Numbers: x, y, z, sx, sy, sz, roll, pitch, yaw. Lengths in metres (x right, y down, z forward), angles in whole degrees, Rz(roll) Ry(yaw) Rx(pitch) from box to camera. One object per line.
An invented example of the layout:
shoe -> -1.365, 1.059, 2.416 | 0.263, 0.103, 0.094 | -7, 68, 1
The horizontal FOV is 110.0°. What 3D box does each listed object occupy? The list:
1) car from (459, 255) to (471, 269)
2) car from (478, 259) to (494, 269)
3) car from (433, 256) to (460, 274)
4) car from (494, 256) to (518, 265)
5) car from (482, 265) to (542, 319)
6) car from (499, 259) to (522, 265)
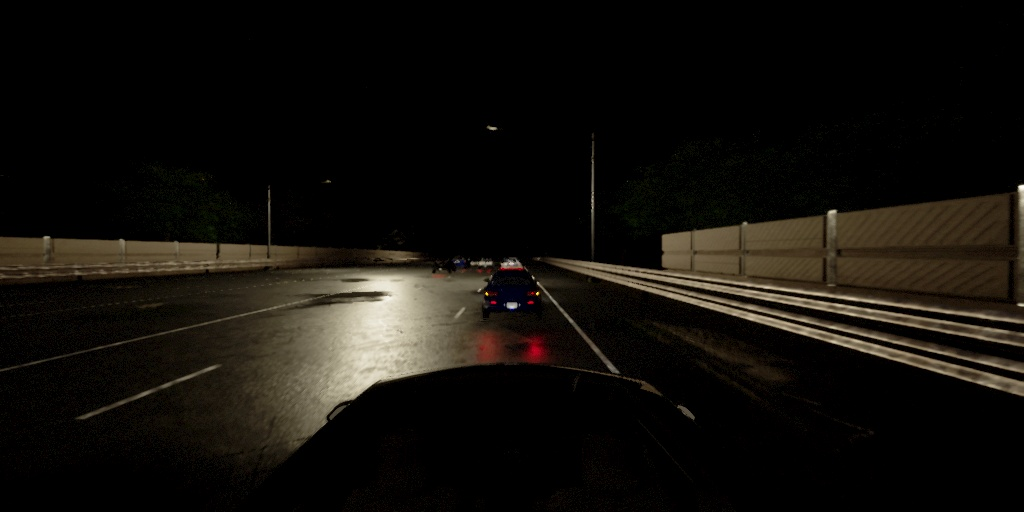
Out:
car -> -6.882, 0.795, 48.760 | 2.097, 1.767, 4.553 | 0, 0, 2
car -> -3.385, 1.024, 48.728 | 1.895, 1.301, 4.718 | 0, 0, 2
car -> -6.994, 1.013, 37.484 | 1.837, 1.490, 4.892 | 0, 1, 0
car -> -0.281, 0.980, 36.344 | 2.128, 1.511, 4.902 | 0, 0, 2
car -> 0.001, 1.190, 12.237 | 1.812, 1.442, 4.674 | 0, 0, 0
car -> 0.001, 1.136, 27.996 | 1.895, 1.301, 4.718 | 0, 0, 0
